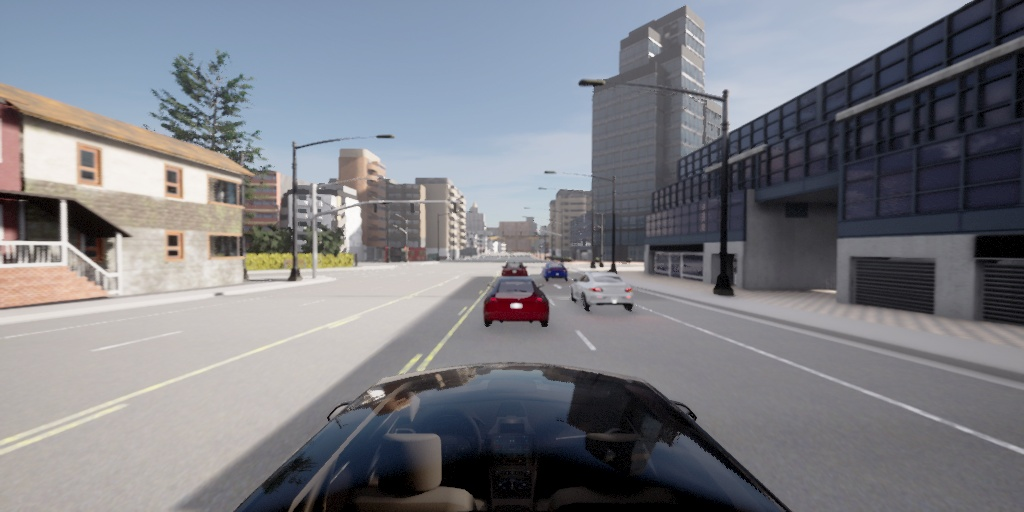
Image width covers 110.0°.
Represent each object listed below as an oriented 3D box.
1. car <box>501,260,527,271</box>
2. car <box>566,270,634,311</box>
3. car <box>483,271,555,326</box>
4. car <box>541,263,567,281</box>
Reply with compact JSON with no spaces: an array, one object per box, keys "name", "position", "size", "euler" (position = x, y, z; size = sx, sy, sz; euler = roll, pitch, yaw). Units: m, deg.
[{"name":"car","position":[0.193,1.191,29.489],"size":[2.097,1.767,4.553],"euler":[0,1,0]},{"name":"car","position":[3.639,1.378,15.002],"size":[1.812,1.442,4.674],"euler":[0,0,0]},{"name":"car","position":[0.129,1.377,12.005],"size":[1.994,1.385,4.181],"euler":[0,-1,0]},{"name":"car","position":[3.701,1.311,31.669],"size":[1.882,1.535,5.008],"euler":[0,1,0]}]
